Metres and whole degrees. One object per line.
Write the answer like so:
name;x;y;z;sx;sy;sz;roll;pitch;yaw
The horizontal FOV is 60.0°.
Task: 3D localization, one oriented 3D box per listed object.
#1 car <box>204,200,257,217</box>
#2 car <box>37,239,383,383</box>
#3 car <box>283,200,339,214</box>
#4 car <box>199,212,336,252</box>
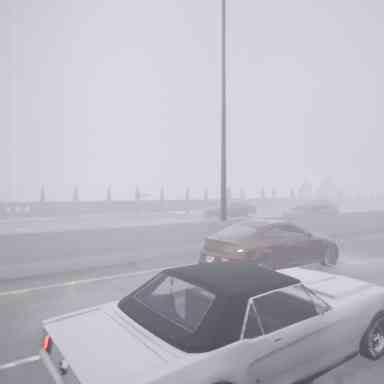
car;3.248;1.487;27.798;5.008;1.535;1.882;0;0;-35
car;0.735;1.601;4.271;4.718;1.301;1.895;0;0;-35
car;8.015;1.515;22.600;4.892;1.490;1.837;0;0;-35
car;2.339;1.526;9.713;4.674;1.442;1.812;0;0;-35
